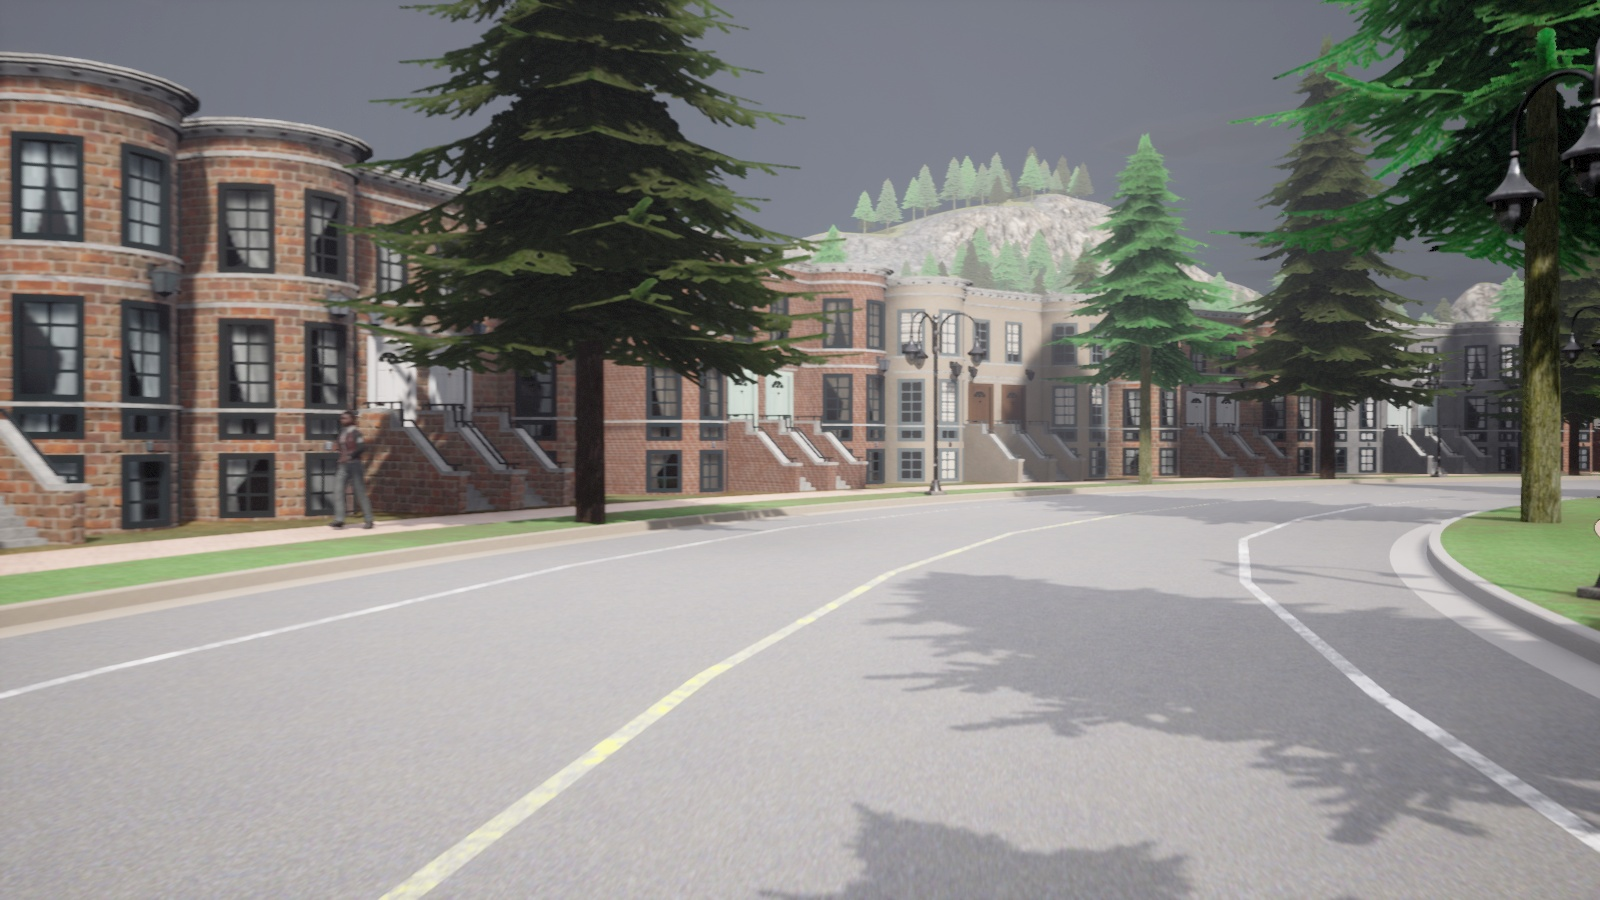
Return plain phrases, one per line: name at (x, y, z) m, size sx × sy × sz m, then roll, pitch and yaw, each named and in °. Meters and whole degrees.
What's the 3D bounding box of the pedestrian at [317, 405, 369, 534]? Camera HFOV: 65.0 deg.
pedestrian at (-6.958, 0.285, 19.132) m, size 0.402 × 1.930 × 0.666 m, roll 0°, pitch 0°, yaw 24°
